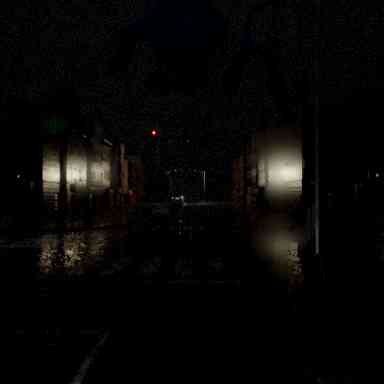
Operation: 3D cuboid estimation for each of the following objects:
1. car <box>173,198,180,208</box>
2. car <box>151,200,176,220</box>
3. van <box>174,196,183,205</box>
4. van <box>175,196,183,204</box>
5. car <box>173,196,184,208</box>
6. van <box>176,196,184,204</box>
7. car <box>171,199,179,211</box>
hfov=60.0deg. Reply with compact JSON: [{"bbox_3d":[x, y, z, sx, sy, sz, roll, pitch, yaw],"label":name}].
[{"bbox_3d":[-2.740,1.815,41.191,1.802,1.307,4.206,0,0,0],"label":"car"},{"bbox_3d":[-2.709,1.686,29.811,1.752,1.417,4.829,0,0,0],"label":"car"},{"bbox_3d":[-2.814,1.778,69.219,1.690,1.788,3.998,0,0,0],"label":"van"},{"bbox_3d":[-2.829,1.822,74.824,1.690,1.788,3.998,0,0,0],"label":"van"},{"bbox_3d":[-2.769,1.751,52.402,1.967,1.590,4.097,0,0,0],"label":"car"},{"bbox_3d":[-2.844,1.866,80.430,1.690,1.788,3.998,0,0,0],"label":"van"},{"bbox_3d":[-2.724,1.741,35.586,1.887,1.381,4.507,0,0,0],"label":"car"}]
